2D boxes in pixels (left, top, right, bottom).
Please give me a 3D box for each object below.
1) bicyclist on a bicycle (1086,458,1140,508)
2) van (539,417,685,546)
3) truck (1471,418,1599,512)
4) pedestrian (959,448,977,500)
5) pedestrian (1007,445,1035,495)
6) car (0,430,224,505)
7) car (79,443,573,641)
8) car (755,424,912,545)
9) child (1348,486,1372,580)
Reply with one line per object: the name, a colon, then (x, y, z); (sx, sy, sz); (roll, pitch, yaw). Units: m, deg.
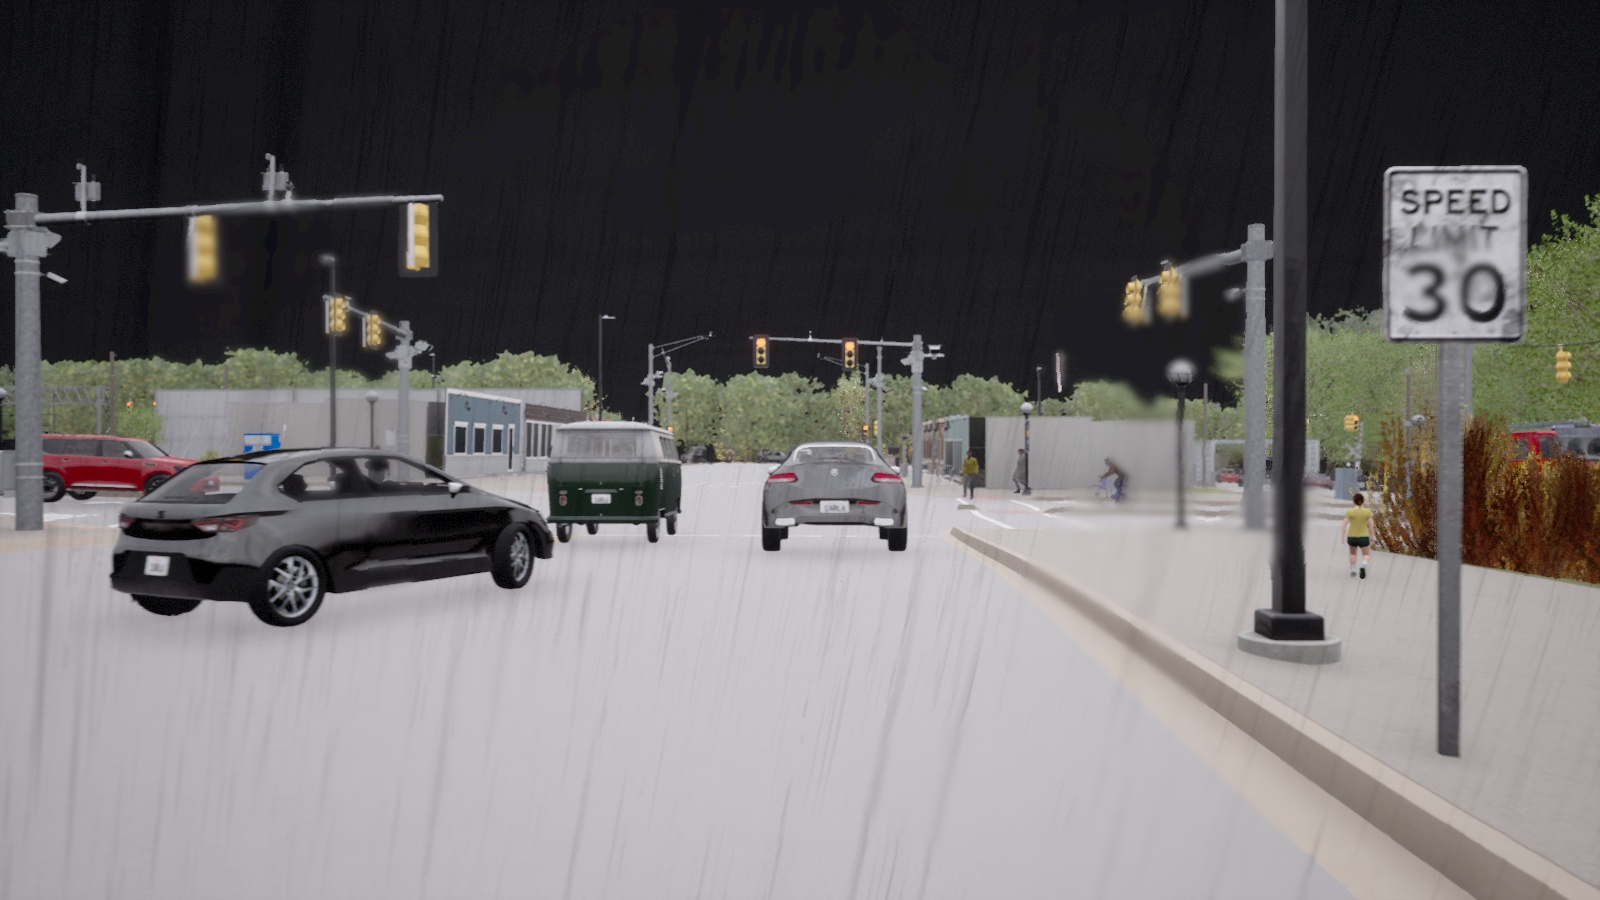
bicyclist on a bicycle: (10.598, 1.120, 42.535); (1.656, 1.620, 0.582); (2, -1, 1)
van: (-3.097, 0.522, 21.585); (1.775, 1.987, 4.442); (0, -1, 1)
truck: (32.905, 0.681, 55.326); (2.891, 3.827, 8.468); (-1, -1, 6)
pedestrian: (6.059, 0.868, 45.269); (0.431, 1.840, 0.709); (0, 1, 26)
pedestrian: (8.788, 0.779, 49.867); (0.873, 1.952, 0.659); (0, 1, -19)
car: (-20.693, 0.517, 37.892); (5.566, 2.045, 2.150); (2, 0, -2)
car: (-4.223, 0.699, 11.920); (1.816, 1.474, 4.193); (0, 1, 29)
car: (0.520, 0.522, 19.709); (2.152, 1.651, 5.027); (0, -1, 1)
child: (6.809, 1.004, 15.273); (0.255, 1.110, 0.394); (0, 1, 22)
